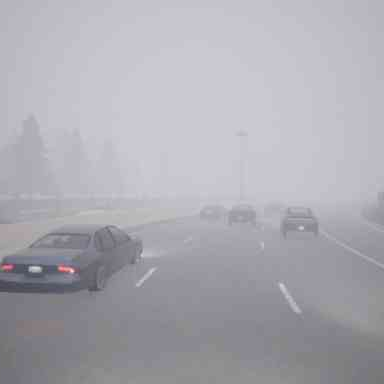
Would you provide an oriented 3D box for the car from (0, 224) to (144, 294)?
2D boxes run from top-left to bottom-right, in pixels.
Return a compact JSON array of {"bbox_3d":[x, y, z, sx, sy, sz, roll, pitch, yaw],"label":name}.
[{"bbox_3d":[-2.811,1.584,9.041,2.033,1.411,5.357,0,0,6],"label":"car"}]

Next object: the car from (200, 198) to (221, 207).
[{"bbox_3d":[3.254,1.831,57.725,1.812,1.442,4.674,0,0,29],"label":"car"}]

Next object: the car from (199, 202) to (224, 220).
[{"bbox_3d":[2.112,1.727,30.525,1.994,1.385,4.181,0,0,19],"label":"car"}]

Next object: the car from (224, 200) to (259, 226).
[{"bbox_3d":[3.913,1.618,24.737,1.882,1.535,5.008,0,-1,15],"label":"car"}]

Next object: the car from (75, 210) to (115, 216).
[{"bbox_3d":[-7.022,1.629,25.283,1.812,1.442,4.674,0,0,15],"label":"car"}]

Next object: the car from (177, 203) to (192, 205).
[{"bbox_3d":[-0.561,1.839,58.049,2.033,1.411,5.357,0,0,29],"label":"car"}]

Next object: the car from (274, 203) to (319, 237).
[{"bbox_3d":[6.034,1.611,19.077,2.128,1.511,4.902,0,0,13],"label":"car"}]

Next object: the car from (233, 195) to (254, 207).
[{"bbox_3d":[9.720,1.631,62.172,2.150,2.045,5.566,0,0,29],"label":"car"}]

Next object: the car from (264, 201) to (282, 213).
[{"bbox_3d":[10.095,1.767,40.364,1.812,1.442,4.674,0,0,26],"label":"car"}]
